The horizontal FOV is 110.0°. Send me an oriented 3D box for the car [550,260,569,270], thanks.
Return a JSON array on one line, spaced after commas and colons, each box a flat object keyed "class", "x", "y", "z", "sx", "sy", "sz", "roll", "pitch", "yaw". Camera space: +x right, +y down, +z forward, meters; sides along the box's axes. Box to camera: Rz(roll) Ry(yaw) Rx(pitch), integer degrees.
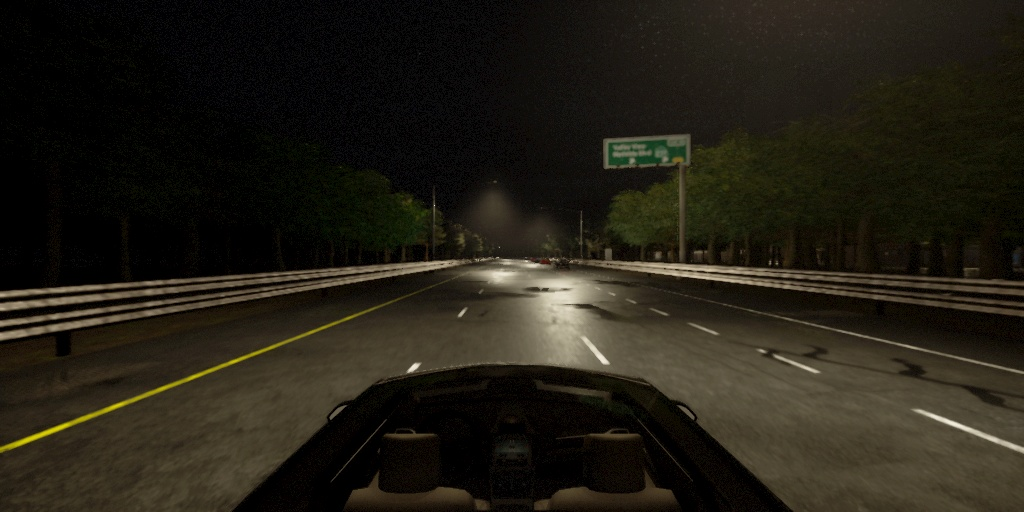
[{"class": "car", "x": 7.058, "y": 1.257, "z": 51.633, "sx": 1.837, "sy": 1.490, "sz": 4.892, "roll": 0, "pitch": 0, "yaw": 0}]
